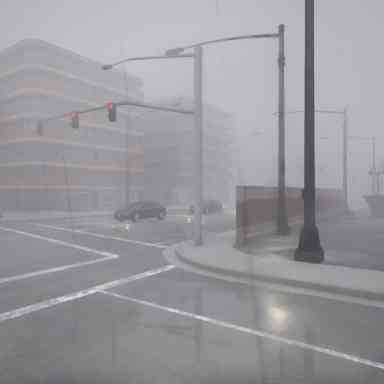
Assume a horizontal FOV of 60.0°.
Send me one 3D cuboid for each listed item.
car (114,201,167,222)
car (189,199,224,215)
[{"bbox_3d":[-3.996,1.505,26.359,1.837,1.490,4.892,0,0,35],"label":"car"},{"bbox_3d":[1.597,1.505,34.480,1.837,1.490,4.892,0,0,35],"label":"car"}]
